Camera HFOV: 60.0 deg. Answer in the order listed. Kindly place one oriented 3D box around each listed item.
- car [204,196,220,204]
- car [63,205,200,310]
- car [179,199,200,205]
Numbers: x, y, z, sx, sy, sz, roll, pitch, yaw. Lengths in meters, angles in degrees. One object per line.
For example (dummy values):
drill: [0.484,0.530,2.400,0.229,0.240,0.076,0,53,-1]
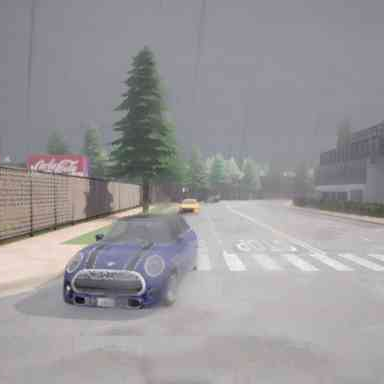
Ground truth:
car: [3.909,1.504,64.708,2.128,1.511,4.902,0,0,23]
car: [-1.131,1.354,8.080,2.097,1.767,4.553,0,0,10]
car: [-0.254,1.484,34.007,1.882,1.535,5.008,0,0,1]
